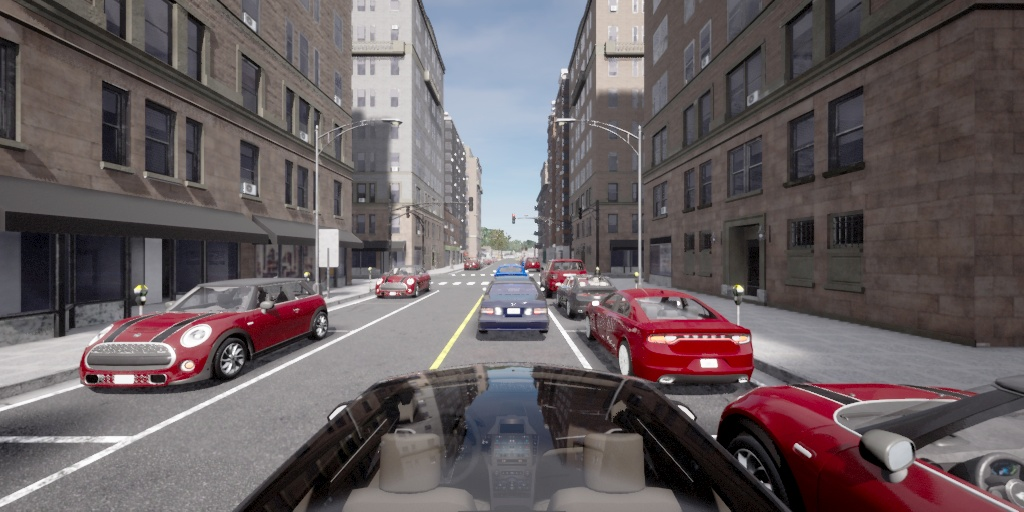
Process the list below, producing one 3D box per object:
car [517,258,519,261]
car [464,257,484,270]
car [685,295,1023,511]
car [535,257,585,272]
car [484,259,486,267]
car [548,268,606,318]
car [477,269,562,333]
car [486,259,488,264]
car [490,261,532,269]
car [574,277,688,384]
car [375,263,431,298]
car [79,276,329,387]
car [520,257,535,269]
[{"bbox_3d":[2.456,1.058,61.944,2.192,1.841,5.009,0,0,0],"label":"car"},{"bbox_3d":[-5.607,1.060,50.904,2.192,1.841,5.009,0,0,0],"label":"car"},{"bbox_3d":[2.642,1.190,1.330,1.967,1.591,4.097,0,0,0],"label":"car"},{"bbox_3d":[2.575,1.064,18.376,2.192,1.841,5.009,0,0,0],"label":"car"},{"bbox_3d":[-5.626,1.310,56.407,1.948,1.339,4.313,0,0,0],"label":"car"},{"bbox_3d":[2.598,1.300,12.694,2.007,1.370,4.403,0,0,0],"label":"car"},{"bbox_3d":[0.044,1.297,10.667,2.033,1.411,5.357,0,0,0],"label":"car"},{"bbox_3d":[-5.645,1.294,61.911,2.007,1.370,4.403,0,0,0],"label":"car"},{"bbox_3d":[-0.070,1.227,20.486,1.882,1.535,5.008,0,0,0],"label":"car"},{"bbox_3d":[2.620,1.295,7.012,1.888,1.381,4.507,0,0,0],"label":"car"},{"bbox_3d":[-5.450,1.189,18.344,1.967,1.591,4.097,0,0,0],"label":"car"},{"bbox_3d":[-5.405,1.189,6.980,1.967,1.591,4.097,0,0,0],"label":"car"},{"bbox_3d":[2.533,1.061,45.432,2.192,1.841,5.009,0,0,0],"label":"car"}]
